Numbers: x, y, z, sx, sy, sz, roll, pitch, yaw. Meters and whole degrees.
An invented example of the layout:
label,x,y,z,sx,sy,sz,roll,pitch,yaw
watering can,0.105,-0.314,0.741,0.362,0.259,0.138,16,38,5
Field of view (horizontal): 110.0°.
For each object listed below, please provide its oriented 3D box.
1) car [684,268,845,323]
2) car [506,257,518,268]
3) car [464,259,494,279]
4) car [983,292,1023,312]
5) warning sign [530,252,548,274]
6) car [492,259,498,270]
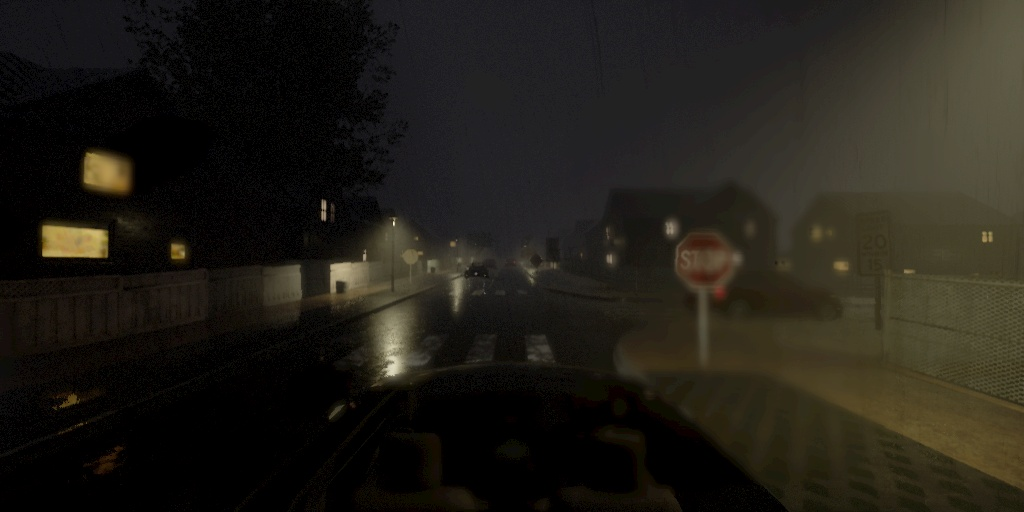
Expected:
label,x,y,z,sx,sy,sz,roll,pitch,yaw
car,8.354,1.209,12.021,4.553,1.767,2.097,1,-1,-6
car,-0.071,1.171,57.301,2.033,1.411,5.357,0,0,0
car,-2.913,1.233,30.850,1.994,1.385,4.181,0,0,0
car,23.030,1.882,15.053,4.718,1.301,1.895,1,-2,0
warning sign,2.446,0.777,34.061,1.300,1.860,1.060,0,0,0
car,-2.938,1.111,48.969,1.882,1.535,5.008,0,0,0
